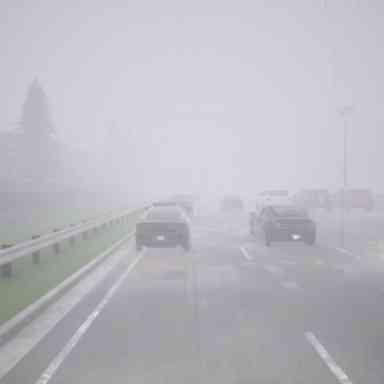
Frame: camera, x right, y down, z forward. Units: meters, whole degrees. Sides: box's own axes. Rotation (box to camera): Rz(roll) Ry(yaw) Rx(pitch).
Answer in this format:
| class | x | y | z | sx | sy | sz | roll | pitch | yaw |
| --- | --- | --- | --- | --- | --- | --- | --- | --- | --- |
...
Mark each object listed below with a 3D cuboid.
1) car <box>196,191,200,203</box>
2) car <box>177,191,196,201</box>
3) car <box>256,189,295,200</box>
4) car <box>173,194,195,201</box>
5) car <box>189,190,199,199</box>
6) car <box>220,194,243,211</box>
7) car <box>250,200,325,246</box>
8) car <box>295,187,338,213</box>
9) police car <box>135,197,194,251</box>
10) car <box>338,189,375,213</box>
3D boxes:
| class | x | y | z | sx | sy | sz | roll | pitch | yaw |
| --- | --- | --- | --- | --- | --- | --- | --- | --- | --- |
| car | 0.268 | 0.741 | 47.726 | 2.128 | 1.511 | 4.902 | 0 | 1 | 1 |
| car | -0.897 | 0.895 | 29.013 | 2.097 | 1.767 | 4.553 | 0 | 1 | 0 |
| car | 7.260 | 0.744 | 30.225 | 2.150 | 2.045 | 5.566 | 0 | 1 | 0 |
| car | -0.929 | 1.143 | 23.046 | 1.837 | 1.490 | 4.892 | 0 | 1 | 0 |
| car | 0.333 | 0.499 | 62.403 | 1.882 | 1.535 | 5.008 | 0 | 1 | 0 |
| car | 3.772 | 0.968 | 32.370 | 1.882 | 1.535 | 5.008 | 0 | 1 | 0 |
| car | 3.674 | 1.281 | 14.090 | 1.837 | 1.490 | 4.892 | 0 | 1 | 0 |
| car | 10.759 | 0.744 | 30.205 | 2.150 | 2.045 | 5.566 | 0 | 1 | 0 |
| police car | -0.981 | 1.217 | 13.156 | 1.930 | 1.638 | 5.238 | 0 | 1 | 0 |
| car | 14.259 | 0.743 | 30.147 | 2.150 | 2.045 | 5.566 | 0 | 1 | 0 |
